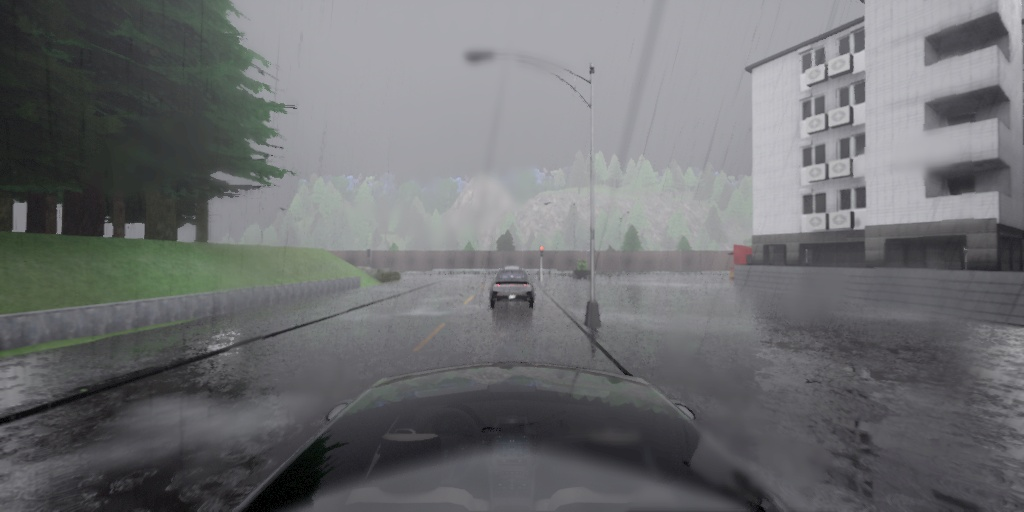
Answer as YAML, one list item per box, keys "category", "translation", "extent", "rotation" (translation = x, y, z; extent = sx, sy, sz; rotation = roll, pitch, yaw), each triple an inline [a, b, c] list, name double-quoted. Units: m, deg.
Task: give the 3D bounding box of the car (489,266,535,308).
- category: "car"
  translation: [0.004, 1.377, 16.155]
  extent: [2.128, 1.511, 4.902]
  rotation: [0, 0, 0]
